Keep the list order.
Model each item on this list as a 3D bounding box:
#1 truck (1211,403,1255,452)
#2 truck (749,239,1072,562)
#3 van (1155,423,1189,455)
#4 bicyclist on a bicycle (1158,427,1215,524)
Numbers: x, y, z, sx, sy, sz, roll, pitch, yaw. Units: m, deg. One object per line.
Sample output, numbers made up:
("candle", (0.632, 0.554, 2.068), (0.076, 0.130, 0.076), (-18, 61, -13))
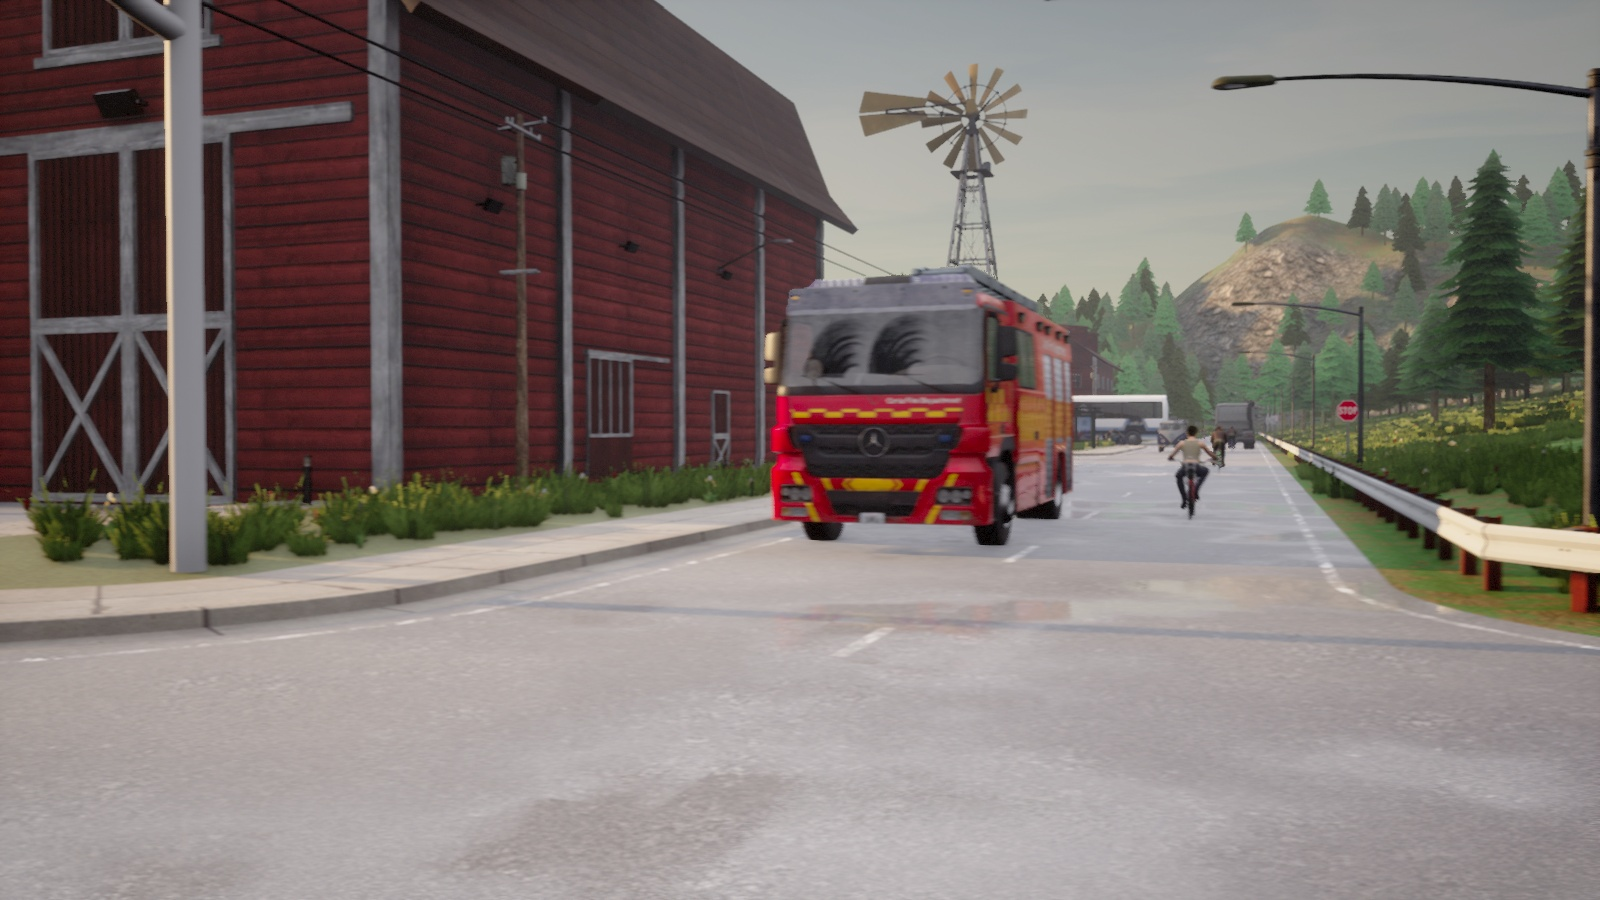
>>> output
("truck", (31.667, -1.641, 91.701), (2.891, 3.462, 7.936), (1, 1, 20))
("truck", (2.147, -0.666, 19.353), (2.891, 3.827, 8.468), (1, 1, 20))
("van", (23.429, -0.719, 79.044), (1.775, 1.987, 4.442), (1, 1, 20))
("bicyclist on a bicycle", (6.746, 0.413, 21.877), (0.866, 1.612, 1.509), (1, 1, 20))
